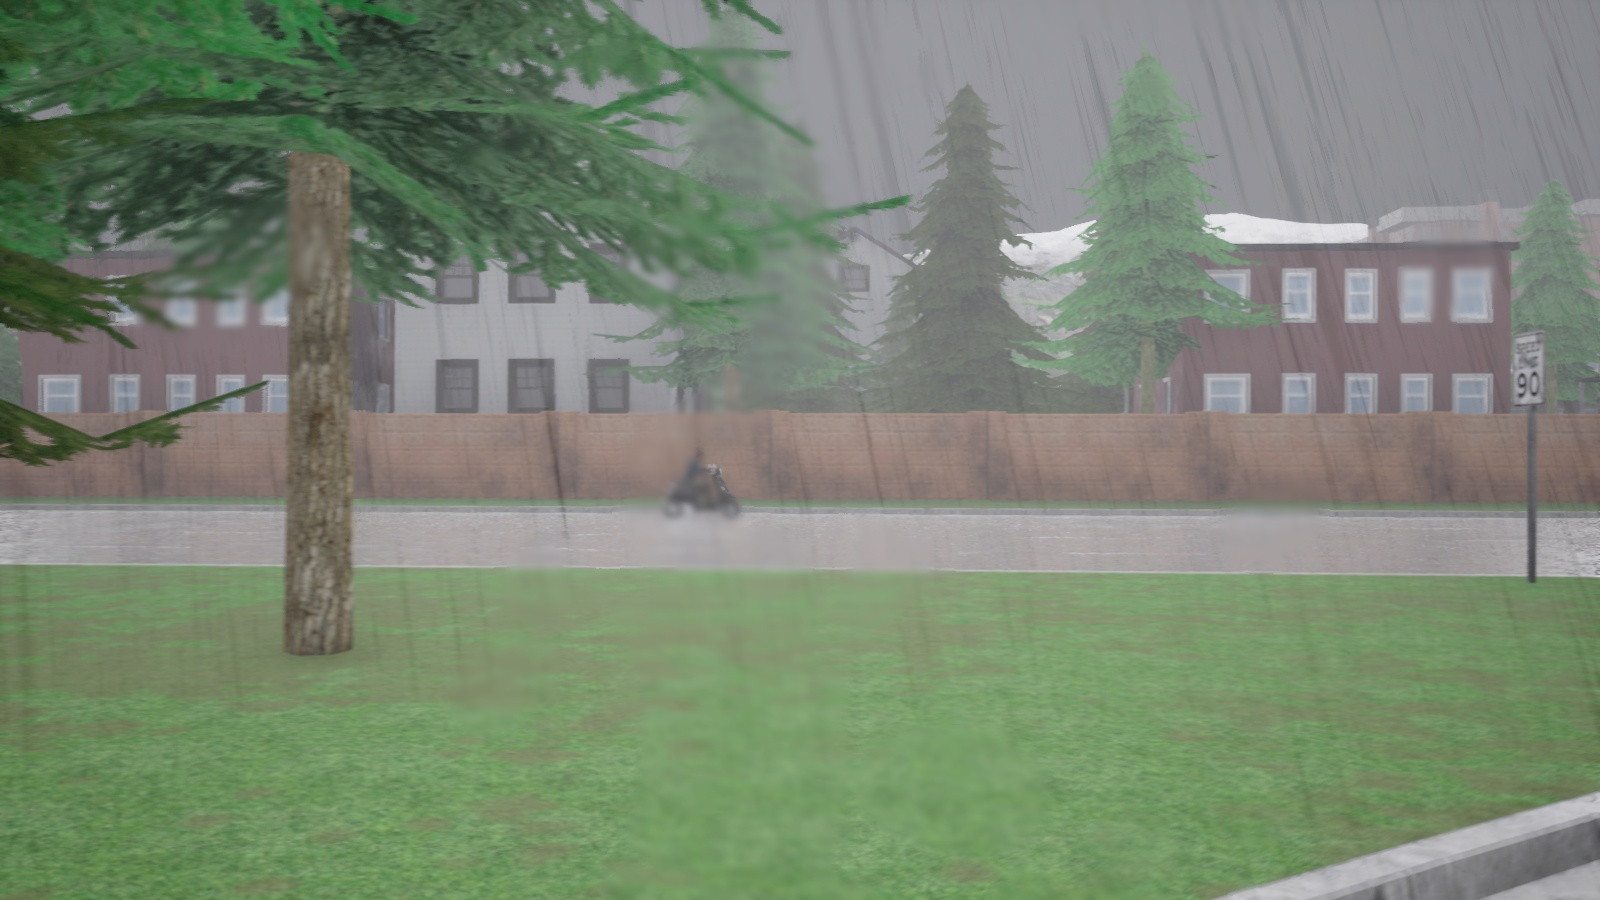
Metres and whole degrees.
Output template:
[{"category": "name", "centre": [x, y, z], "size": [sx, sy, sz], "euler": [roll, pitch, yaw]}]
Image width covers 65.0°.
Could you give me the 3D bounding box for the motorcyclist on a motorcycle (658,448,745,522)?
[{"category": "motorcyclist on a motorcycle", "centre": [-2.171, 0.762, 27.793], "size": [1.817, 1.590, 0.866], "euler": [0, 0, 3]}]
